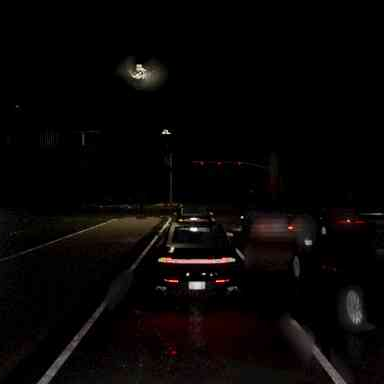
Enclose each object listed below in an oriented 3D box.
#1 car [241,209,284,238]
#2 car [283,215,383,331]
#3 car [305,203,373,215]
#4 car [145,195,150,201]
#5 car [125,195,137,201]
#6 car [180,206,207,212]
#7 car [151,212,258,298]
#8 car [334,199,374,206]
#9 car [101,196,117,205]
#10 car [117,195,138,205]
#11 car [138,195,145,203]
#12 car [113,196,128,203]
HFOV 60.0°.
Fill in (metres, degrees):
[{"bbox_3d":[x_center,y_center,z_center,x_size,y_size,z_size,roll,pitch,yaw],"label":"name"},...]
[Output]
[{"bbox_3d":[3.586,1.547,16.510,2.033,1.411,5.357,0,0,0],"label":"car"},{"bbox_3d":[3.593,1.478,6.890,1.882,1.535,5.008,0,0,0],"label":"car"},{"bbox_3d":[7.084,1.505,16.975,1.837,1.490,4.892,0,0,0],"label":"car"},{"bbox_3d":[-11.582,1.524,81.964,1.812,1.442,4.674,0,0,0],"label":"car"},{"bbox_3d":[-15.083,1.525,82.914,2.128,1.511,4.902,0,0,0],"label":"car"},{"bbox_3d":[0.084,1.505,17.916,1.837,1.490,4.892,0,0,0],"label":"car"},{"bbox_3d":[0.091,1.491,8.495,2.128,1.511,4.902,0,0,0],"label":"car"},{"bbox_3d":[21.140,1.601,43.746,4.718,1.301,1.895,0,0,1],"label":"car"},{"bbox_3d":[-15.116,1.477,60.706,1.882,1.535,5.008,0,0,0],"label":"car"},{"bbox_3d":[-11.656,1.564,60.224,1.994,1.385,4.181,0,0,1],"label":"car"},{"bbox_3d":[-11.569,1.500,69.046,1.837,1.490,4.892,0,0,0],"label":"car"},{"bbox_3d":[-15.071,1.540,70.484,2.033,1.411,5.357,0,0,0],"label":"car"}]
